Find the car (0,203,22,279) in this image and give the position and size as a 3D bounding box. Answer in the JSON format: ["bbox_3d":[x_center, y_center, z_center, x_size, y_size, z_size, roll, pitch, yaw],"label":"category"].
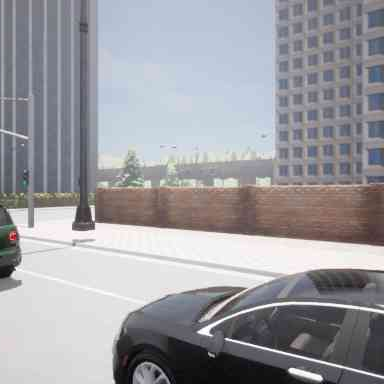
[{"bbox_3d":[-6.735,1.221,8.778,5.566,2.045,2.150,0,0,35],"label":"car"}]

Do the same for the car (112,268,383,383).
[{"bbox_3d":[1.343,1.505,3.035,4.892,1.490,1.837,0,0,36],"label":"car"}]
